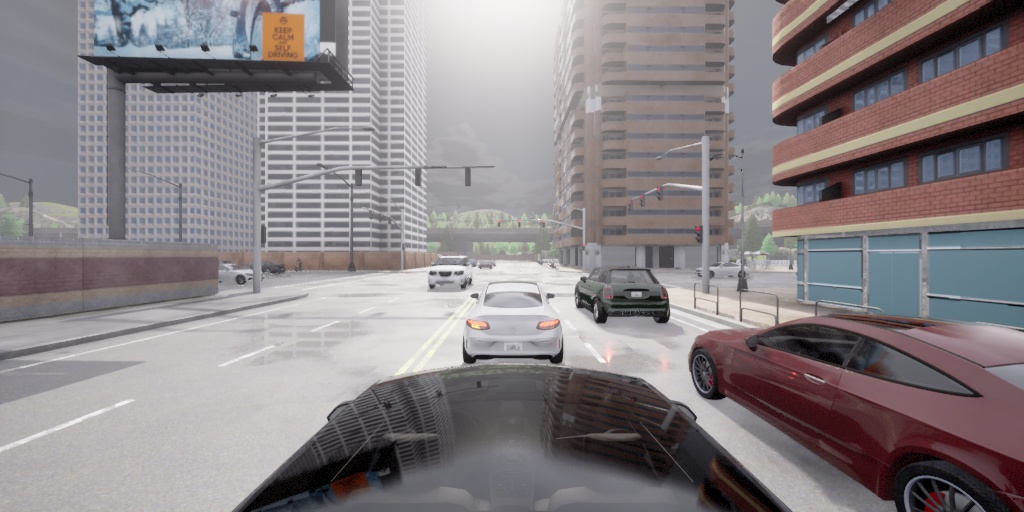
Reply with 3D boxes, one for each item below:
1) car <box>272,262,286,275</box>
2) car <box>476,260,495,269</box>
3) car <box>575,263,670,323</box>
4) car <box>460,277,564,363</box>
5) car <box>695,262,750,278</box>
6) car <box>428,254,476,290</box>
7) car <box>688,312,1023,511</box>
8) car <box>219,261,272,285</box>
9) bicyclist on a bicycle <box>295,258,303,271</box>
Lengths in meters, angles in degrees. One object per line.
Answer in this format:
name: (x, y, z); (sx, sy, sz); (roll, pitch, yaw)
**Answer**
car: (-25.759, 1.225, 36.433); (5.008, 1.535, 1.882); (0, 0, 0)
car: (-4.012, 1.272, 55.028); (1.812, 1.442, 4.674); (0, 0, -1)
car: (3.499, 1.101, 12.217); (2.097, 1.767, 4.553); (0, 0, 0)
car: (0.017, 1.275, 8.001); (1.812, 1.442, 4.674); (0, 0, 0)
car: (19.387, 1.273, 33.079); (4.674, 1.442, 1.812); (0, 0, 0)
car: (-3.765, 0.970, 22.763); (2.150, 2.045, 5.566); (0, 0, 0)
car: (3.580, 1.276, 3.498); (1.812, 1.442, 4.674); (0, 0, 0)
car: (-20.443, 1.274, 25.816); (4.674, 1.442, 1.812); (0, 0, 0)
bicyclist on a bicycle: (-25.974, 1.047, 43.763); (0.582, 1.620, 1.656); (0, 0, 0)
